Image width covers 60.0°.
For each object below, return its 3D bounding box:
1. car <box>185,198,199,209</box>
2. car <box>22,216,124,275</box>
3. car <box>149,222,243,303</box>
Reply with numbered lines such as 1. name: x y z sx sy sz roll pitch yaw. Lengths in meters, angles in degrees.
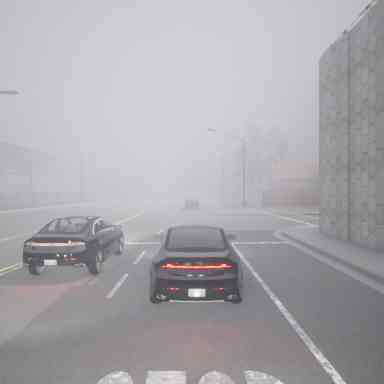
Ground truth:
1. car: -0.022 1.492 44.190 2.128 1.511 4.902 0 0 0
2. car: -3.429 1.492 10.468 2.128 1.511 4.902 0 0 0
3. car: 0.079 1.505 8.200 1.837 1.490 4.892 0 0 0
